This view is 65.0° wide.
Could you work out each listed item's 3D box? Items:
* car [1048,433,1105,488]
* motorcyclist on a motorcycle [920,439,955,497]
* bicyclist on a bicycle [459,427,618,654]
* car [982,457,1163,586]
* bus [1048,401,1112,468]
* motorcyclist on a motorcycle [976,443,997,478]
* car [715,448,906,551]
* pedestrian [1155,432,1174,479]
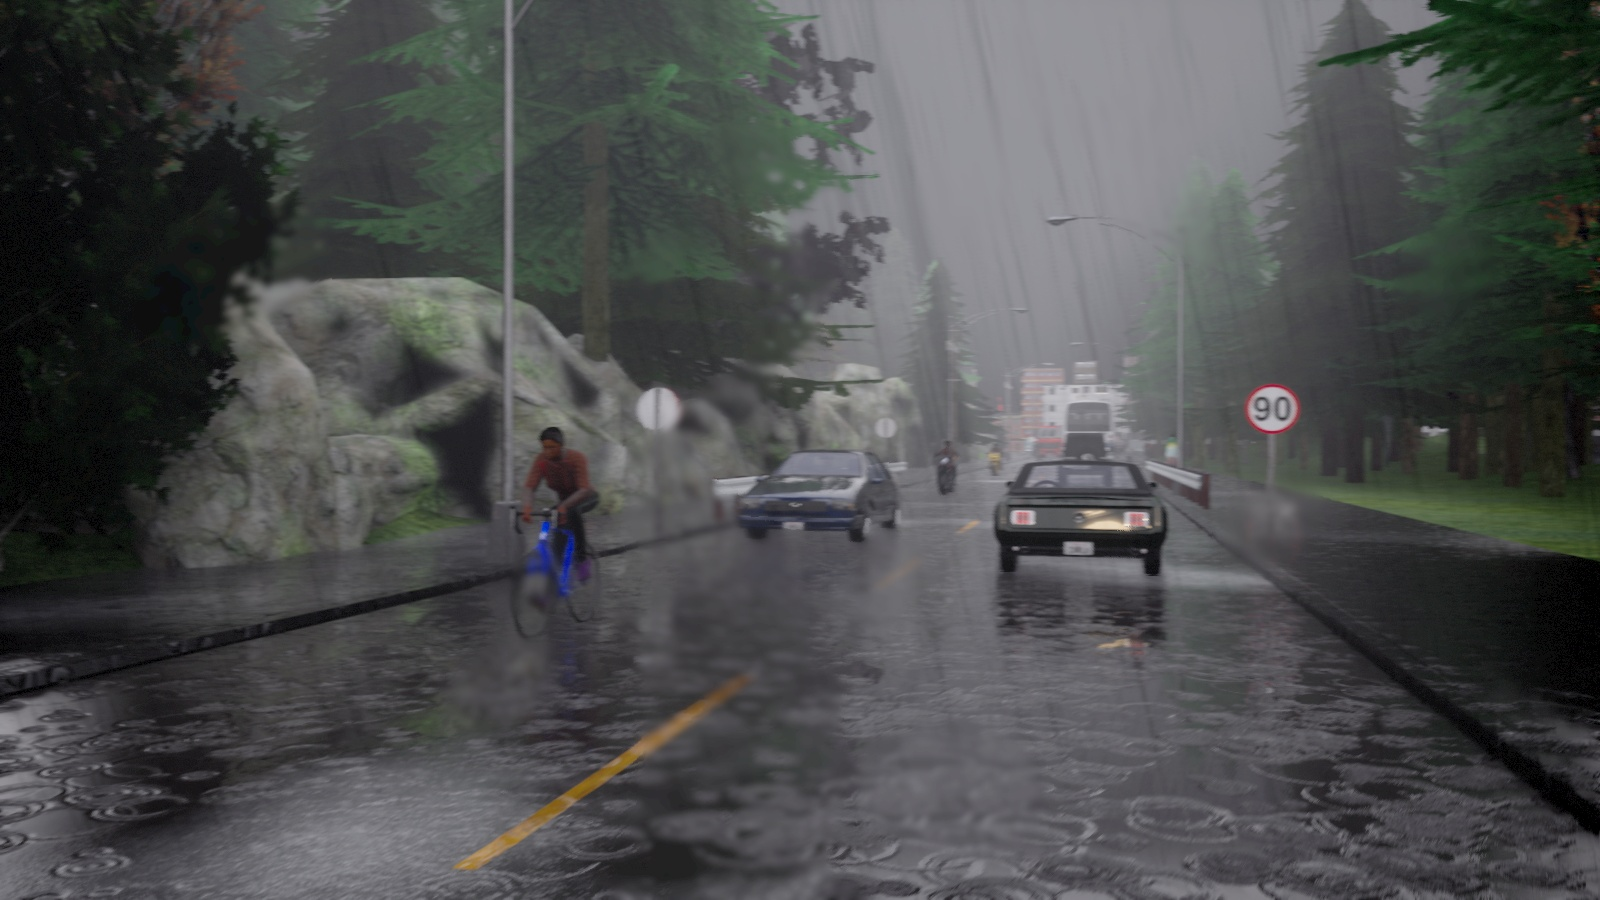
[{"bbox_3d":[9.911,0.333,44.964,1.905,1.878,3.866,0,0,13],"label":"car"},{"bbox_3d":[4.101,0.508,37.296,0.766,1.649,2.350,0,1,13],"label":"motorcyclist on a motorcycle"},{"bbox_3d":[-1.998,0.638,9.817,0.582,1.620,1.656,0,1,13],"label":"bicyclist on a bicycle"},{"bbox_3d":[3.427,0.773,15.800,1.895,1.301,4.718,0,0,13],"label":"car"},{"bbox_3d":[18.924,-1.023,84.749,3.944,4.253,10.273,0,0,13],"label":"bus"},{"bbox_3d":[8.387,0.451,56.357,0.797,1.523,2.044,0,0,13],"label":"motorcyclist on a motorcycle"},{"bbox_3d":[0.351,0.683,20.401,2.033,1.411,5.357,0,0,13],"label":"car"},{"bbox_3d":[15.245,0.226,52.482,0.659,1.952,0.873,0,0,23],"label":"pedestrian"}]
